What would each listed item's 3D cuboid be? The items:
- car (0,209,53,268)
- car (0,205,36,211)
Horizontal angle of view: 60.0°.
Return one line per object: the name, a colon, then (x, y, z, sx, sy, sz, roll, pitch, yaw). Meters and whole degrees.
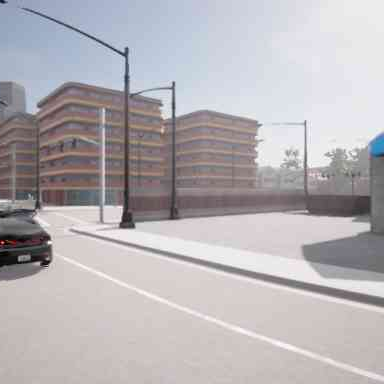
car: (-5.983, 1.498, 10.623, 1.837, 1.490, 4.892, 0, 0, -40)
car: (-13.309, 1.569, 24.240, 1.895, 1.301, 4.718, 0, 0, 2)
